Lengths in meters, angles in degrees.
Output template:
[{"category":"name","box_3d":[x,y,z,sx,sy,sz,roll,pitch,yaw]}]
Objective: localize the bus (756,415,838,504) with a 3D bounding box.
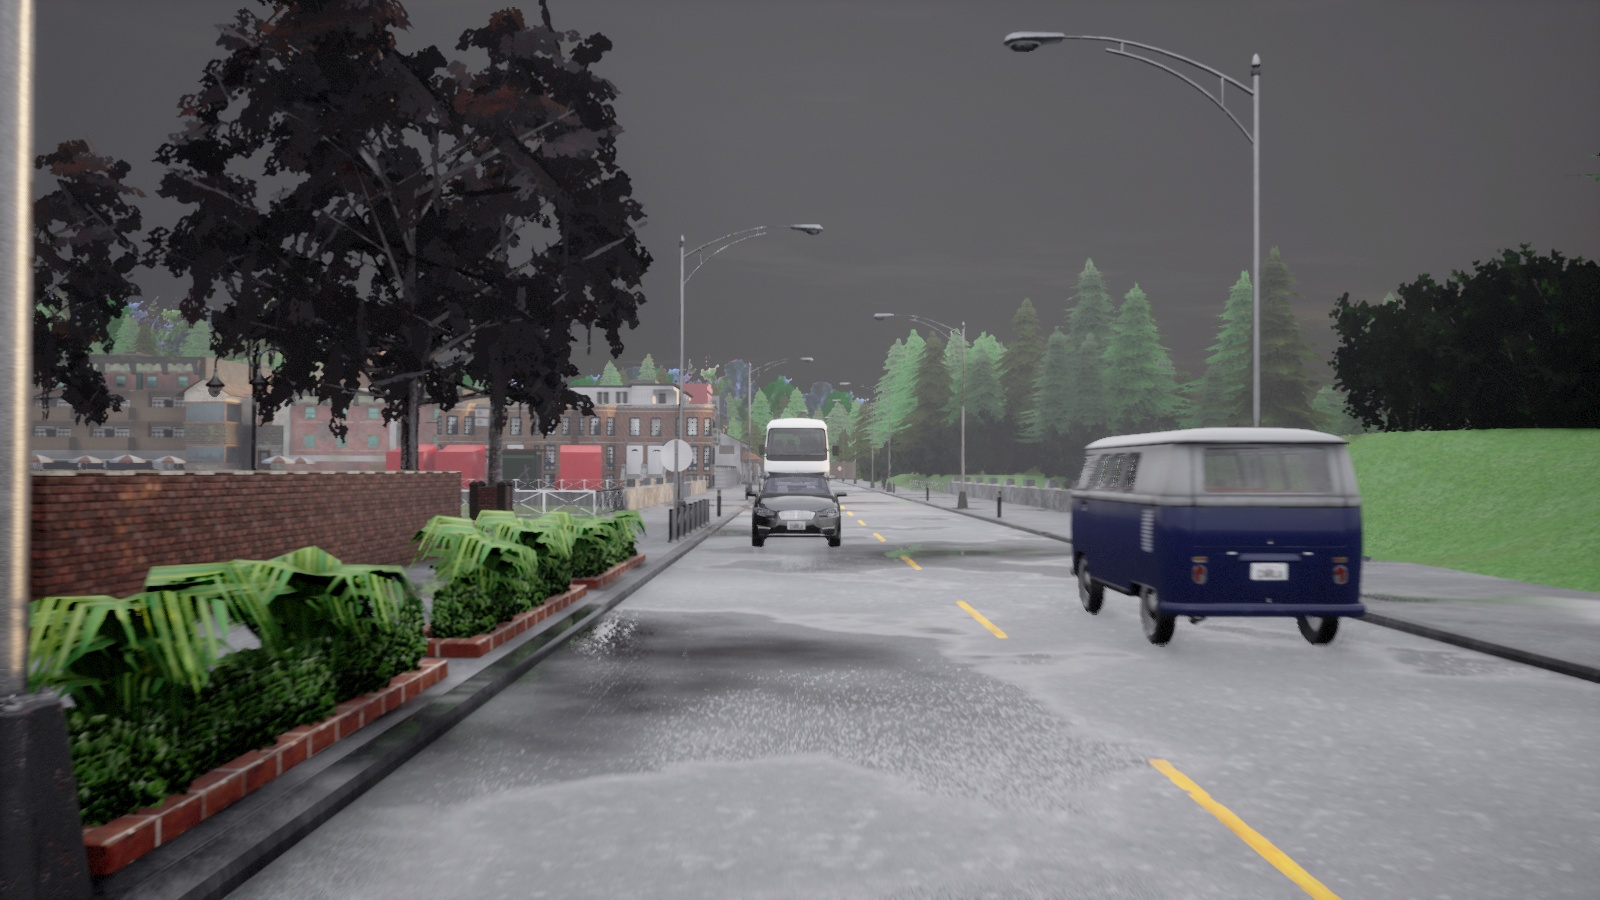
[{"category":"bus","box_3d":[-0.164,0.535,65.502,3.944,4.253,10.273,0,-1,0]}]

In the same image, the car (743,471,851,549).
[{"category":"car","box_3d":[-0.066,1.226,27.165,2.128,1.511,4.902,0,-1,0]}]

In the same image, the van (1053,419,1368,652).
[{"category":"van","box_3d":[3.967,0.769,12.985,1.775,1.987,4.442,0,-1,0]}]
